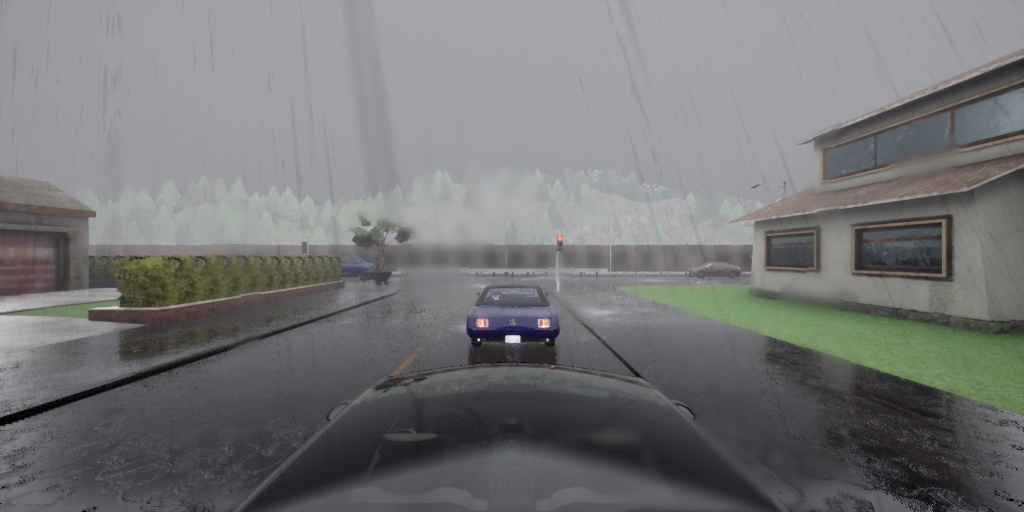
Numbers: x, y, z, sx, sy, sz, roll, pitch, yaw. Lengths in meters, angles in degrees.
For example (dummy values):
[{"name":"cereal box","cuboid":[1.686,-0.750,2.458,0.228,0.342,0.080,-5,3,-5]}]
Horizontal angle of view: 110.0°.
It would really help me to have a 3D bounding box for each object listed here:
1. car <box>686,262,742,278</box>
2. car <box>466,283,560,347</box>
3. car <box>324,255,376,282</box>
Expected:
[{"name":"car","cuboid":[18.535,1.276,33.017,4.674,1.442,1.812,0,0,0]},{"name":"car","cuboid":[0.042,1.351,9.295,1.895,1.301,4.718,0,0,1]},{"name":"car","cuboid":[-13.089,0.971,28.803,5.566,2.045,2.150,0,0,0]}]
